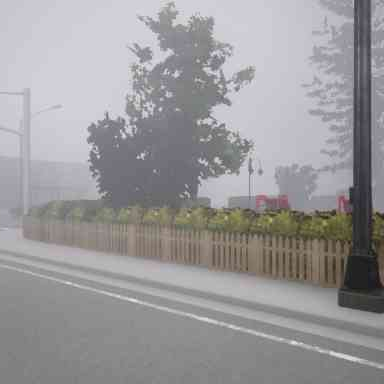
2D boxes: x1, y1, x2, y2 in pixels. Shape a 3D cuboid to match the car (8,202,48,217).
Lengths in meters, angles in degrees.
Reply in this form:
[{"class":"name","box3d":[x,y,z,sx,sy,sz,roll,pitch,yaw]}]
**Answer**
[{"class":"car","box3d":[-14.002,1.601,30.308,1.895,1.301,4.718,0,0,35]}]
